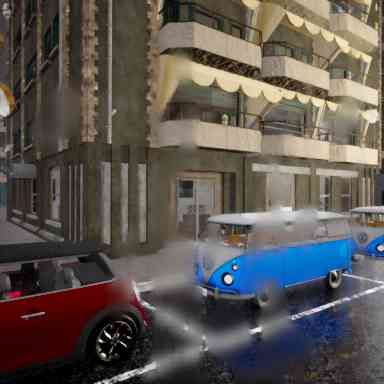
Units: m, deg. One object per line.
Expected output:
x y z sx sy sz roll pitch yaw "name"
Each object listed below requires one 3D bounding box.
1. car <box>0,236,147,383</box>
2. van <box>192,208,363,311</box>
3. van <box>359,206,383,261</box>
-2.722 1.440 4.152 4.097 1.590 1.967 0 0 -36 "car"
1.904 1.343 7.466 3.998 1.788 1.690 0 0 -36 "van"
6.529 1.345 10.780 3.998 1.788 1.690 0 0 -36 "van"
